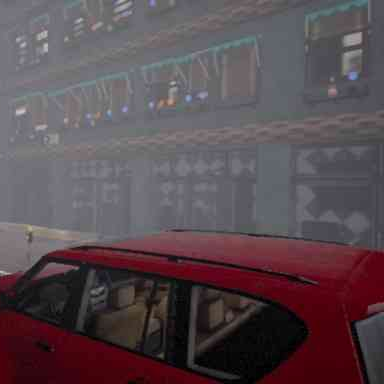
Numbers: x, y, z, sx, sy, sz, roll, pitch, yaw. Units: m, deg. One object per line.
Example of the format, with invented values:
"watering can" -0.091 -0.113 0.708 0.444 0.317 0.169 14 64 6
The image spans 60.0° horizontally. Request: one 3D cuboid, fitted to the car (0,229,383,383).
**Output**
"car" -0.477 1.318 3.191 5.009 1.841 2.192 0 1 36
